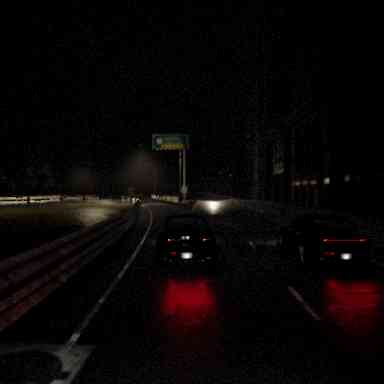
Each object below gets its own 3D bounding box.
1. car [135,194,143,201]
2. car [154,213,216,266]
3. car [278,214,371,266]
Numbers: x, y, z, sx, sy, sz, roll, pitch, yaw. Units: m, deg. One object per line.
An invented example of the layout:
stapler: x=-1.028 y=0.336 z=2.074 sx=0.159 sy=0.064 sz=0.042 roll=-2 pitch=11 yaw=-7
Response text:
car: x=-12.847 y=1.293 z=79.940 sx=1.882 sy=1.535 sz=5.008 roll=0 pitch=0 yaw=-13
car: x=-0.260 y=1.509 z=11.625 sx=1.837 sy=1.490 sz=4.892 roll=0 pitch=0 yaw=-3
car: x=4.294 y=1.506 z=11.482 sx=1.837 sy=1.490 sz=4.892 roll=0 pitch=0 yaw=2
